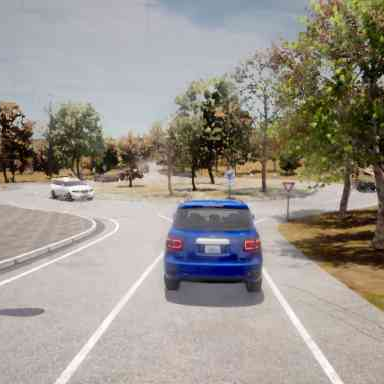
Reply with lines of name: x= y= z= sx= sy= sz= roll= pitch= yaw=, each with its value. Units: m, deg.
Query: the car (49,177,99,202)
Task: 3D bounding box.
car: x=-11.775 y=-0.266 z=32.182 sx=5.566 sy=2.045 sz=2.150 roll=5 pitch=8 yaw=43

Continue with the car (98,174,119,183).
car: x=-14.416 y=-2.262 z=55.893 sx=1.994 sy=1.385 sz=4.181 roll=4 pitch=7 yaw=38

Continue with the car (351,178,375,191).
car: x=21.116 y=-0.985 z=41.101 sx=1.837 sy=1.490 sz=4.892 roll=3 pitch=6 yaw=15

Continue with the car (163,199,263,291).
car: x=0.580 y=1.202 z=9.168 sx=2.150 sy=2.045 sz=5.566 roll=0 pitch=0 yaw=4

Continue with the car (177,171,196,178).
car: x=-1.203 y=-3.674 z=70.042 sx=4.181 sy=1.385 sz=1.994 roll=4 pitch=7 yaw=37
